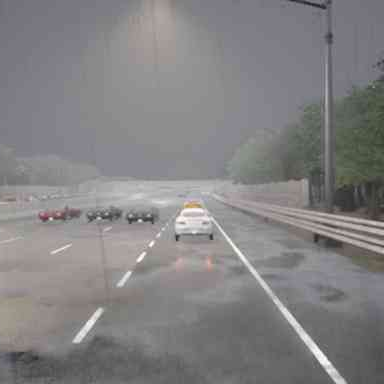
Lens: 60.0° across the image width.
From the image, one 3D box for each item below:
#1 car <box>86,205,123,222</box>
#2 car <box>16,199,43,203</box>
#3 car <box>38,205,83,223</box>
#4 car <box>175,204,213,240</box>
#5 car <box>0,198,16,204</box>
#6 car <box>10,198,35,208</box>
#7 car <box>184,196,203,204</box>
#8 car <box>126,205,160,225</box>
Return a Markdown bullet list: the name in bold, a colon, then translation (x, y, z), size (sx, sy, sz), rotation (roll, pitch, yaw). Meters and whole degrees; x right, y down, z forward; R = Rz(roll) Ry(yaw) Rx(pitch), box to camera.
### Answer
- **car**: translation (-6.903, 1.674, 26.894), size (1.895, 1.301, 4.718), rotation (0, 0, 0)
- **car**: translation (-21.007, 1.705, 44.358), size (1.812, 1.442, 4.674), rotation (0, 0, 1)
- **car**: translation (-10.403, 1.696, 26.778), size (1.895, 1.301, 4.718), rotation (0, 0, 0)
- **car**: translation (0.098, 1.545, 17.135), size (1.812, 1.442, 4.674), rotation (0, 0, 0)
- **car**: translation (-24.509, 1.553, 43.408), size (2.097, 1.767, 4.553), rotation (0, 0, 1)
- **car**: translation (-27.891, 1.785, 54.856), size (1.994, 1.385, 4.181), rotation (0, 0, 1)
- **car**: translation (0.123, 1.514, 35.270), size (1.882, 1.535, 5.008), rotation (0, 0, 0)
- **car**: translation (-3.509, 1.651, 24.756), size (1.895, 1.301, 4.718), rotation (0, 0, 0)
